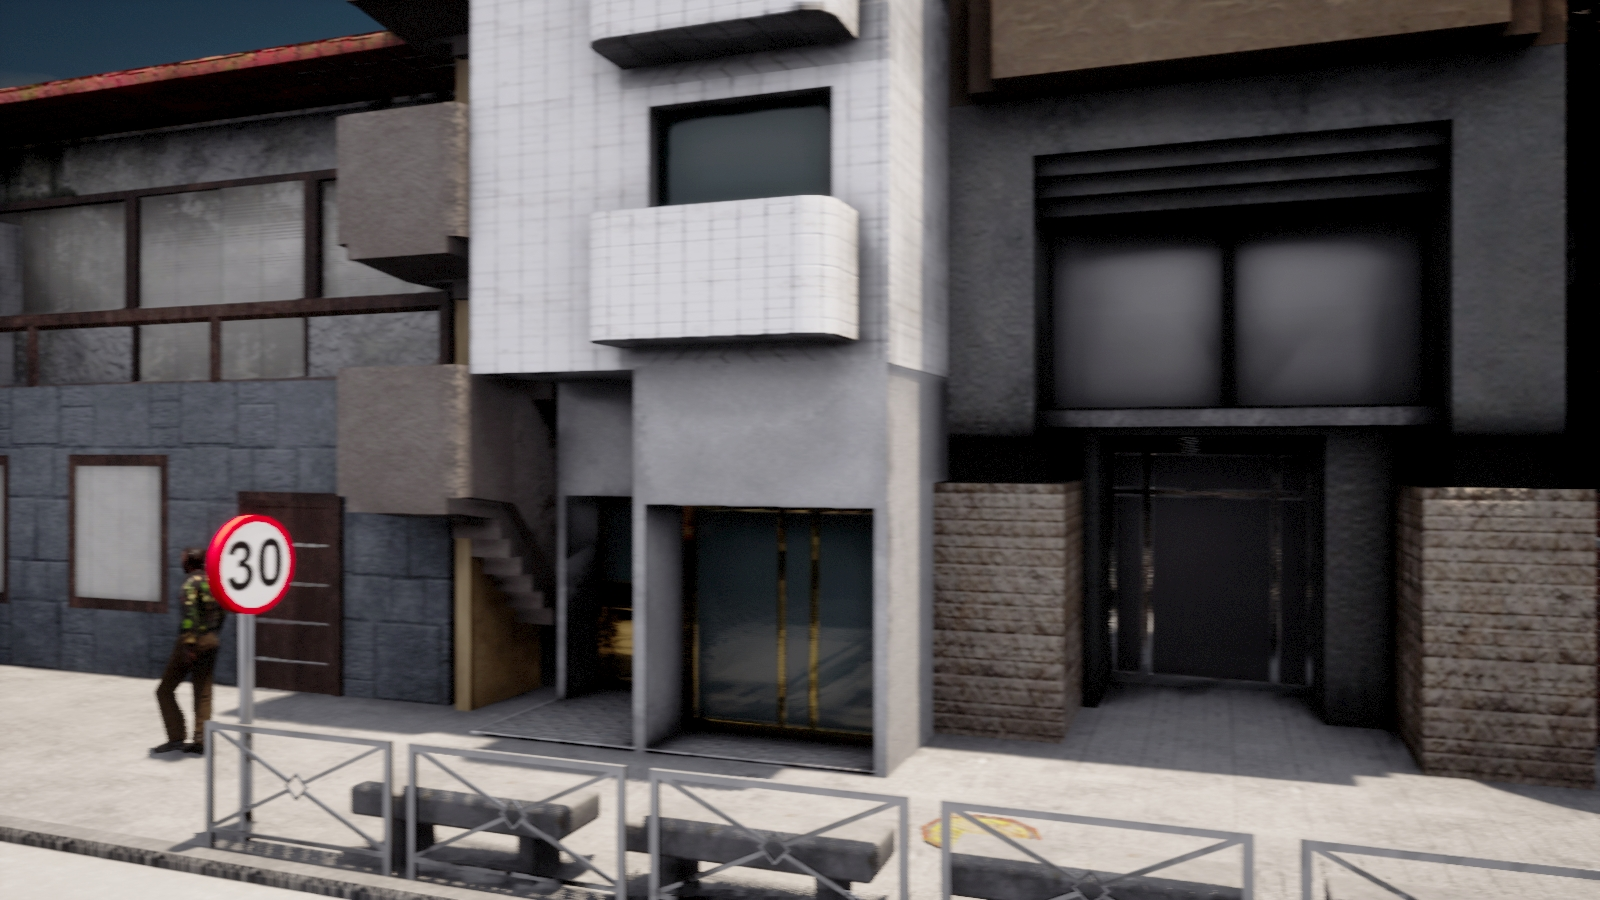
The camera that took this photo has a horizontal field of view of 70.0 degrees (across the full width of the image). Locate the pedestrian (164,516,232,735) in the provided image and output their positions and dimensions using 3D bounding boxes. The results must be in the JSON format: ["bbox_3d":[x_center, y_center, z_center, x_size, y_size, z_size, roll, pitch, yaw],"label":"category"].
[{"bbox_3d":[-5.296,1.521,10.058,0.375,1.860,0.375,0,0,15],"label":"pedestrian"}]
